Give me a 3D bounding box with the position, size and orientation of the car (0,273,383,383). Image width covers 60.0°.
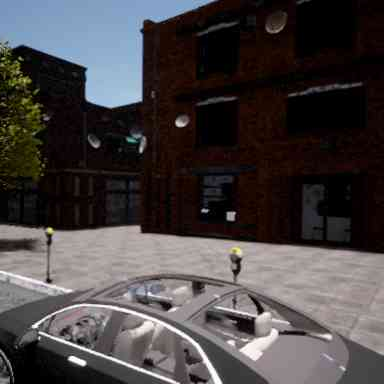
[{"bbox_3d":[-0.458,1.550,3.345,4.403,1.369,2.008,0,1,35],"label":"car"}]
